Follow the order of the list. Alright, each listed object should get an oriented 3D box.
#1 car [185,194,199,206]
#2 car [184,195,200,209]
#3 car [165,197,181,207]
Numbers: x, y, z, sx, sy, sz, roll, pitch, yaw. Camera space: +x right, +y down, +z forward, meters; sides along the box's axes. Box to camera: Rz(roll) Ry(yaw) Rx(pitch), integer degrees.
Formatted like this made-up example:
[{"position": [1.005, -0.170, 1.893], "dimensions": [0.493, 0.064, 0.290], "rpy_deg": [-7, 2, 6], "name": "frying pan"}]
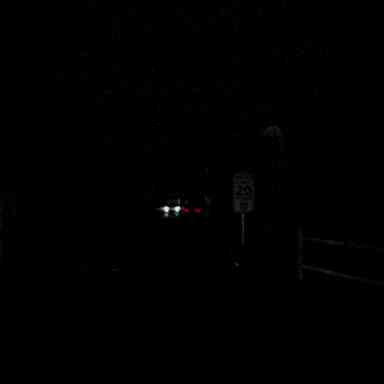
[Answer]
[{"position": [0.018, 1.237, 54.186], "dimensions": [2.097, 1.767, 4.553], "rpy_deg": [0, 0, 0], "name": "car"}, {"position": [0.017, 1.425, 44.197], "dimensions": [1.812, 1.442, 4.674], "rpy_deg": [0, 0, 0], "name": "car"}, {"position": [-2.732, 1.418, 48.396], "dimensions": [1.812, 1.442, 4.674], "rpy_deg": [0, 0, 0], "name": "car"}]
